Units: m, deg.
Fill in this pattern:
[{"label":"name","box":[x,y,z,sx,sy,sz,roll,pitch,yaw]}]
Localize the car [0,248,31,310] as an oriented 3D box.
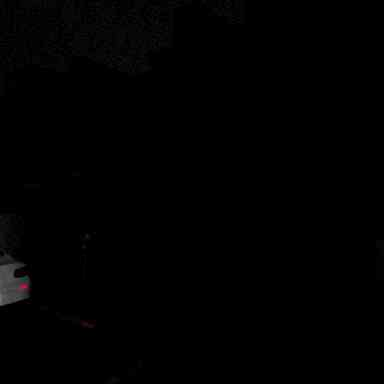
[{"label":"car","box":[-4.995,1.525,6.562,4.674,1.442,1.812,0,0,36]}]
